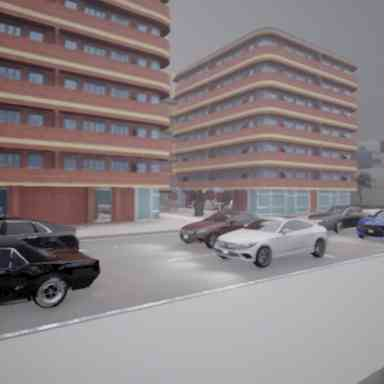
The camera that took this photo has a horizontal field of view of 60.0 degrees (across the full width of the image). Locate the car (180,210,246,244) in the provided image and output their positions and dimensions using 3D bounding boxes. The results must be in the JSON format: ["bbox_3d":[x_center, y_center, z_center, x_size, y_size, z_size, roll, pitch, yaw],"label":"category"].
[{"bbox_3d":[1.650,1.573,14.983,4.674,1.442,1.812,0,0,-35],"label":"car"}]

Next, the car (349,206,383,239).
[{"bbox_3d":[10.337,1.564,16.879,5.008,1.535,1.882,0,0,-35],"label":"car"}]

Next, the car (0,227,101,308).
[{"bbox_3d":[-4.347,1.601,6.406,4.718,1.301,1.895,0,0,-35],"label":"car"}]

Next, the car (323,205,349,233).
[{"bbox_3d":[9.007,1.582,20.222,4.902,1.511,2.128,0,0,-35],"label":"car"}]

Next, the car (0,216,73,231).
[{"bbox_3d":[-5.813,1.509,9.664,4.892,1.490,1.837,0,0,-35],"label":"car"}]

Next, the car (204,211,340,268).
[{"bbox_3d":[2.928,1.569,11.598,4.674,1.442,1.812,0,0,-35],"label":"car"}]
